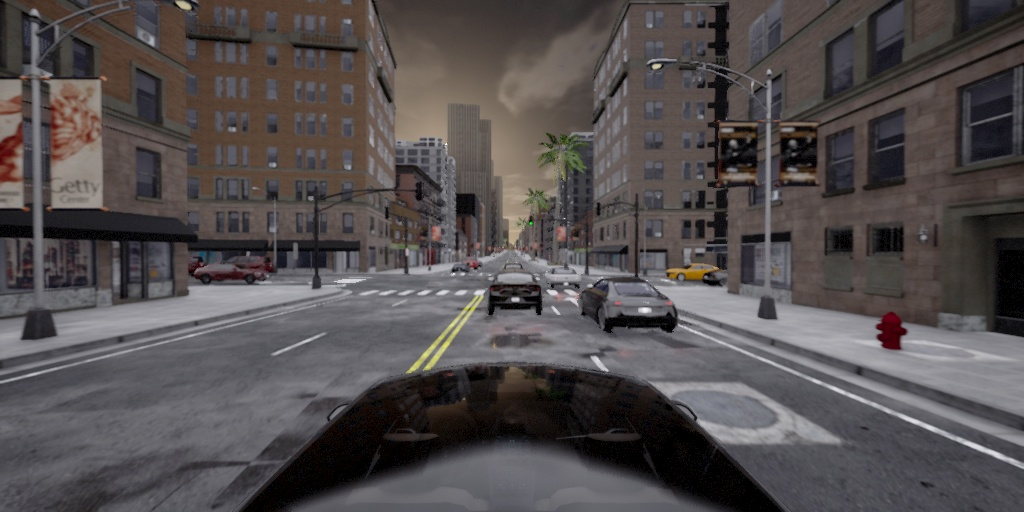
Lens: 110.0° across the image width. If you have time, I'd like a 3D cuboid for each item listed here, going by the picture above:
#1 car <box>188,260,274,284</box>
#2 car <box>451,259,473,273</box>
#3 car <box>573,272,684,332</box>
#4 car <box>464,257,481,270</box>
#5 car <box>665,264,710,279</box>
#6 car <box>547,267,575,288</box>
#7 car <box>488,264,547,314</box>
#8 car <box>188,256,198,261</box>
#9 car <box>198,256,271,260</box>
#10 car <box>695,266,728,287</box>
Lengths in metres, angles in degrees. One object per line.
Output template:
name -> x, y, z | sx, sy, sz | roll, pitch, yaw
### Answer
car -> -20.451, 1.224, 26.324 | 4.674, 1.442, 1.812 | 1, 1, -9
car -> -6.591, 1.445, 46.558 | 1.994, 1.385, 4.181 | 0, 0, 0
car -> 3.347, 1.341, 11.046 | 1.994, 1.385, 4.181 | 0, 0, 0
car -> -6.563, 1.130, 56.334 | 2.150, 2.045, 5.566 | 0, 0, 0
car -> 16.326, 1.433, 32.092 | 5.008, 1.535, 1.882 | 0, 1, 0
car -> 3.340, 1.424, 24.256 | 1.895, 1.301, 4.718 | 0, 0, 0
car -> 0.089, 1.263, 14.058 | 1.882, 1.535, 5.008 | 0, 0, -1
car -> -29.338, 0.883, 30.824 | 5.009, 1.841, 2.192 | 0, 0, -9
car -> -23.892, 0.928, 31.645 | 5.009, 1.841, 2.192 | 0, 0, -9
car -> 16.210, 1.587, 26.146 | 4.313, 1.339, 1.948 | 0, 0, 0
